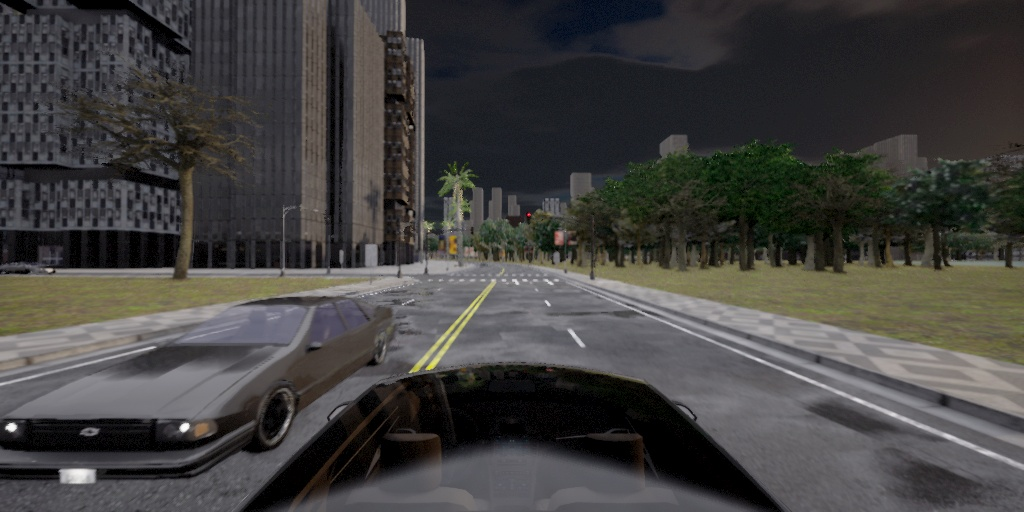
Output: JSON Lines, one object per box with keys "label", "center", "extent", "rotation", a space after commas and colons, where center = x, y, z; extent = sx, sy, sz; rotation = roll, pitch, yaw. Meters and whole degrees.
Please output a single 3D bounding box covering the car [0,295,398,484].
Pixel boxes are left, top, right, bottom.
{"label": "car", "center": [-3.348, 1.340, 5.428], "extent": [2.033, 1.411, 5.357], "rotation": [0, -1, 0]}
